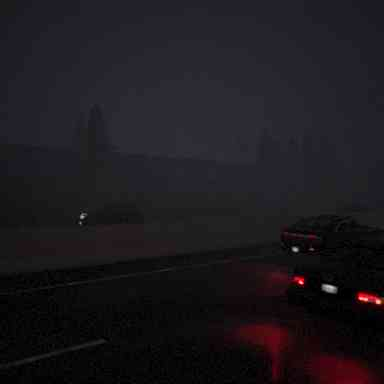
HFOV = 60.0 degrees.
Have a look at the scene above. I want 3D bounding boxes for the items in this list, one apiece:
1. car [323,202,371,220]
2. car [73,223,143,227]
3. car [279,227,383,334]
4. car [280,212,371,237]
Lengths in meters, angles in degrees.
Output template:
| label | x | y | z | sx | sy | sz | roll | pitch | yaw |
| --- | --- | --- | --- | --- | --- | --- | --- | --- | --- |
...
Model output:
| label | x | y | z | sx | sy | sz | roll | pitch | yaw |
| --- | --- | --- | --- | --- | --- | --- | --- | --- | --- |
| car | 14.891 | 1.768 | 31.849 | 4.902 | 1.511 | 2.128 | 1 | 0 | -37 |
| car | -5.425 | 1.424 | 21.619 | 4.553 | 1.767 | 2.097 | 1 | 0 | -35 |
| car | 4.229 | 1.613 | 6.765 | 5.357 | 1.411 | 2.033 | 1 | 0 | -36 |
| car | 5.183 | 1.590 | 11.745 | 4.902 | 1.511 | 2.128 | 1 | 0 | -36 |
